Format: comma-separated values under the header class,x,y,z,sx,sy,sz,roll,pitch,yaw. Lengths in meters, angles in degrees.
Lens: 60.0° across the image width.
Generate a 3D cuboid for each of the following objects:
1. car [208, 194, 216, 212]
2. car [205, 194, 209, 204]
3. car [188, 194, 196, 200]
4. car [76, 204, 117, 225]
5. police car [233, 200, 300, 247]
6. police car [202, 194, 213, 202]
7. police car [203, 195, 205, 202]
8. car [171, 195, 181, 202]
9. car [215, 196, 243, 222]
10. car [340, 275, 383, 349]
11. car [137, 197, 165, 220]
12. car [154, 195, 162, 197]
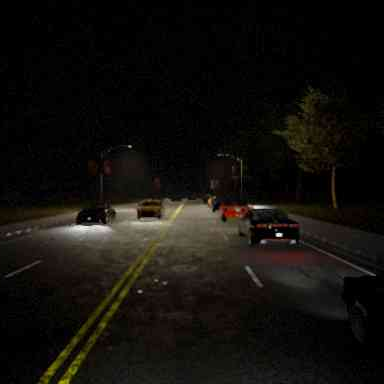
class,x,y,z,sx,sy,sz,roll,pitch,yaw
car,3.240,1.276,36.840,2.097,1.767,4.553,0,0,0
car,3.237,1.363,48.062,1.801,1.575,5.366,0,0,0
car,-0.021,1.251,78.474,2.033,1.411,5.357,0,0,0
car,-6.605,1.512,23.352,1.994,1.385,4.181,0,0,0
police car,3.246,1.389,14.977,1.930,1.638,5.238,0,0,0
police car,3.231,1.302,69.985,1.930,1.638,5.238,0,0,0
police car,3.234,1.317,58.984,1.930,1.638,5.238,0,0,0
car,-3.269,1.351,69.501,1.882,1.535,5.008,0,0,0
car,3.243,1.296,25.838,2.097,1.767,4.553,0,0,0
car,3.351,1.590,3.360,1.895,1.301,4.718,0,0,0
car,-3.356,1.418,27.614,1.882,1.535,5.008,0,0,0
car,-6.539,1.383,63.892,2.128,1.511,4.902,0,0,0
